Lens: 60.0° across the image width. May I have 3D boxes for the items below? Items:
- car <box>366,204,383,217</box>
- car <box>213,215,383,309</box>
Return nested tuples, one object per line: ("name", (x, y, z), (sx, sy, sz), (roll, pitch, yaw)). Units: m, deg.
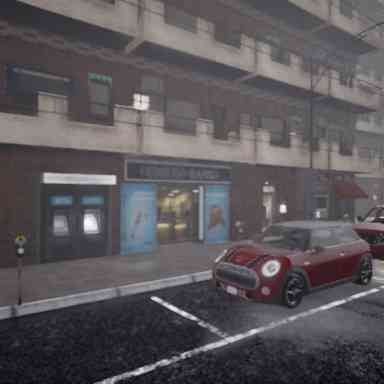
("car", (6.939, 1.323, 11.042), (5.009, 1.841, 2.192), (0, 0, -36))
("car", (2.432, 1.444, 7.827), (4.097, 1.590, 1.967), (0, 0, -36))
